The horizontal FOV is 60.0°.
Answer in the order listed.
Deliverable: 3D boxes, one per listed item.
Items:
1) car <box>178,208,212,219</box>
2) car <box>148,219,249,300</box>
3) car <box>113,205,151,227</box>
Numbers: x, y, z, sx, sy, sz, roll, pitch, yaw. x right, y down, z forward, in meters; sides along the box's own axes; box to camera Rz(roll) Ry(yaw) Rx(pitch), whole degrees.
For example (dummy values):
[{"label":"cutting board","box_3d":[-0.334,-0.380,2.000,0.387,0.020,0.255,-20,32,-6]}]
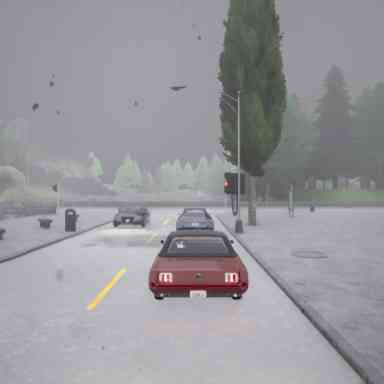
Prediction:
[{"label":"car","box_3d":[0.162,1.560,18.390,1.994,1.385,4.181,0,0,0]},{"label":"car","box_3d":[0.127,1.599,8.351,1.895,1.301,4.718,0,0,0]},{"label":"car","box_3d":[-3.927,1.560,22.258,1.994,1.385,4.181,0,0,0]}]
